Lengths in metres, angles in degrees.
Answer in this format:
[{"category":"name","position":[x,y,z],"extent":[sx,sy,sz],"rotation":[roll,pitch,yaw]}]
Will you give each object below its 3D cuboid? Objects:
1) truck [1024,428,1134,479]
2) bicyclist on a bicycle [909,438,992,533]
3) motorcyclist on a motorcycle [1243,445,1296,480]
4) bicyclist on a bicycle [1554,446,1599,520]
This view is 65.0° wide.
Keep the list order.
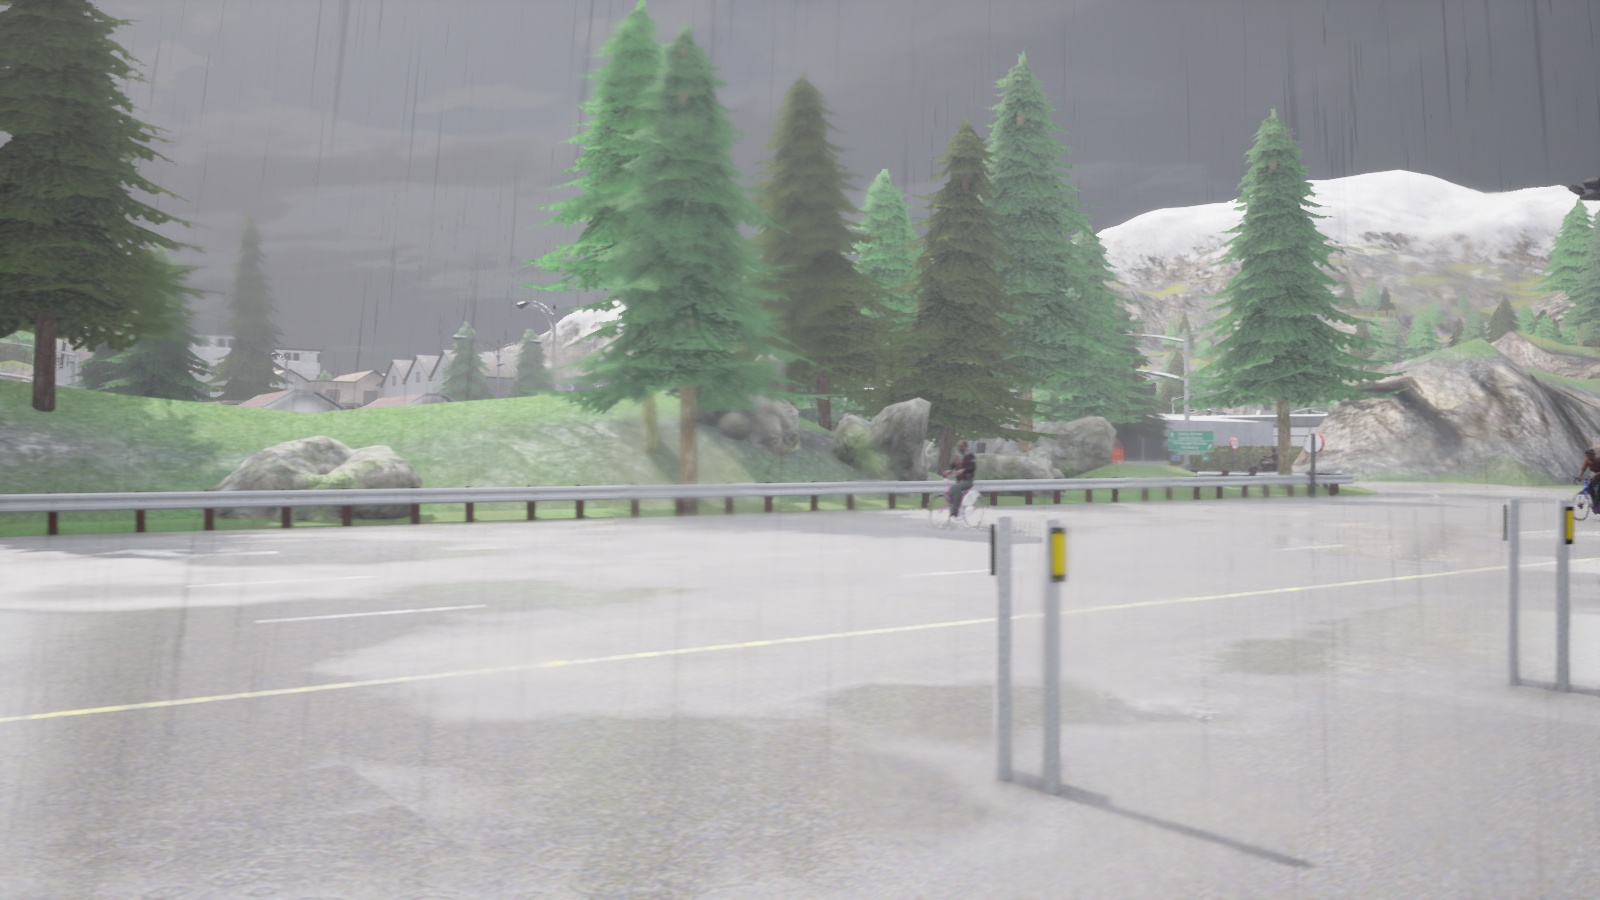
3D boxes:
[{"category":"truck","position":[14.643,0.223,66.122],"extent":[2.627,2.467,5.204],"rotation":[0,-2,-35]},{"category":"bicyclist on a bicycle","position":[2.949,0.669,24.467],"extent":[0.659,1.776,1.843],"rotation":[0,0,42]},{"category":"motorcyclist on a motorcycle","position":[22.691,0.600,60.754],"extent":[0.766,1.649,2.350],"rotation":[0,0,-35]},{"category":"bicyclist on a bicycle","position":[17.948,0.730,28.516],"extent":[1.656,1.620,0.582],"rotation":[0,1,-26]}]
